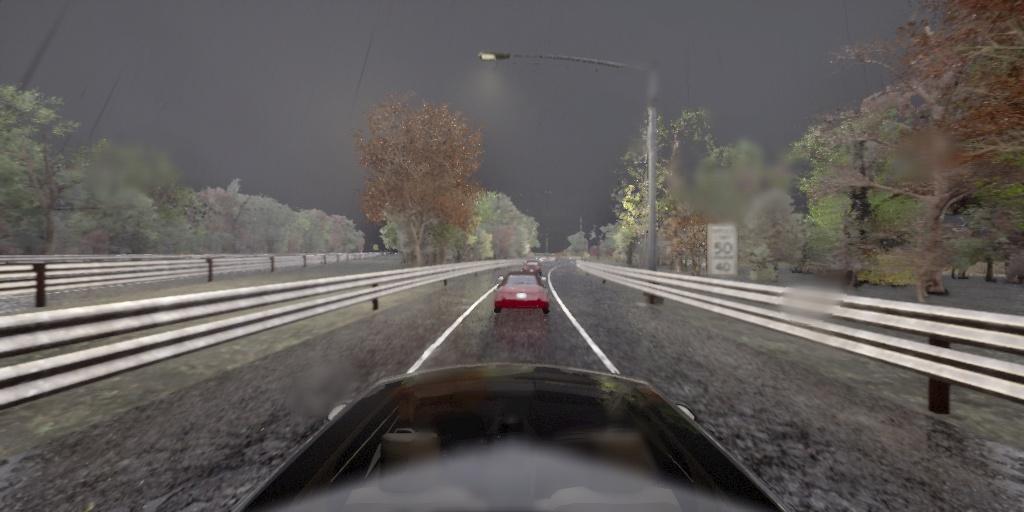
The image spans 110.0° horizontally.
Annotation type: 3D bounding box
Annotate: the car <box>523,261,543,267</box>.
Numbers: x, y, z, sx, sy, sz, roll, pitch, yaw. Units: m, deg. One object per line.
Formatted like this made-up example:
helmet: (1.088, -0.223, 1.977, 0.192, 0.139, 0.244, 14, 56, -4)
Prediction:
car: (2.127, 1.207, 36.706, 1.812, 1.442, 4.674, 0, 0, 6)

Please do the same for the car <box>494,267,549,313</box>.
car: (0.397, 1.292, 14.005, 1.994, 1.385, 4.181, 0, 0, 2)
